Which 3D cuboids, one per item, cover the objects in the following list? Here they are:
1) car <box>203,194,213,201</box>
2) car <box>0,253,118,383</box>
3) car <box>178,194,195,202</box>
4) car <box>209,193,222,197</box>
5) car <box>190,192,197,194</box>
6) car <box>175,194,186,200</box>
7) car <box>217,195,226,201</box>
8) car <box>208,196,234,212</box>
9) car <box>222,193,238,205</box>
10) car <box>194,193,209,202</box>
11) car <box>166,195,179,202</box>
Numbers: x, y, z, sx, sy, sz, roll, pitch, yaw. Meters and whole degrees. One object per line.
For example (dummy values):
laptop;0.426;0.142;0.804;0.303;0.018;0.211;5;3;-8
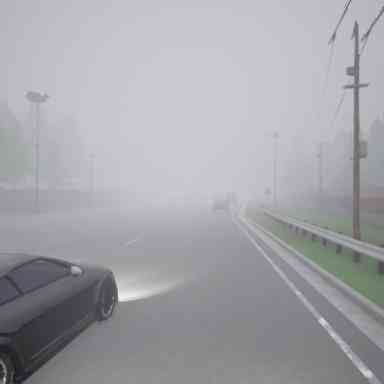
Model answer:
car;4.061;1.342;83.849;1.837;1.490;4.892;0;0;10
car;-2.645;1.561;4.752;1.994;1.385;4.181;0;0;10
car;-1.114;1.590;74.632;1.895;1.301;4.718;0;0;10
car;5.708;1.228;73.009;2.150;2.045;5.566;0;0;10
car;0.619;1.062;84.485;2.150;2.045;5.566;0;0;10
car;-2.833;1.357;85.061;1.812;1.442;4.674;0;0;10
car;7.513;1.441;83.272;1.895;1.301;4.718;0;0;10
car;3.537;1.554;39.846;2.033;1.411;5.357;0;0;10
car;7.238;1.234;60.924;2.150;2.045;5.566;0;0;10
car;2.328;1.551;73.996;1.994;1.385;4.181;0;0;10
car;-4.567;1.514;75.209;1.812;1.442;4.674;0;0;10
